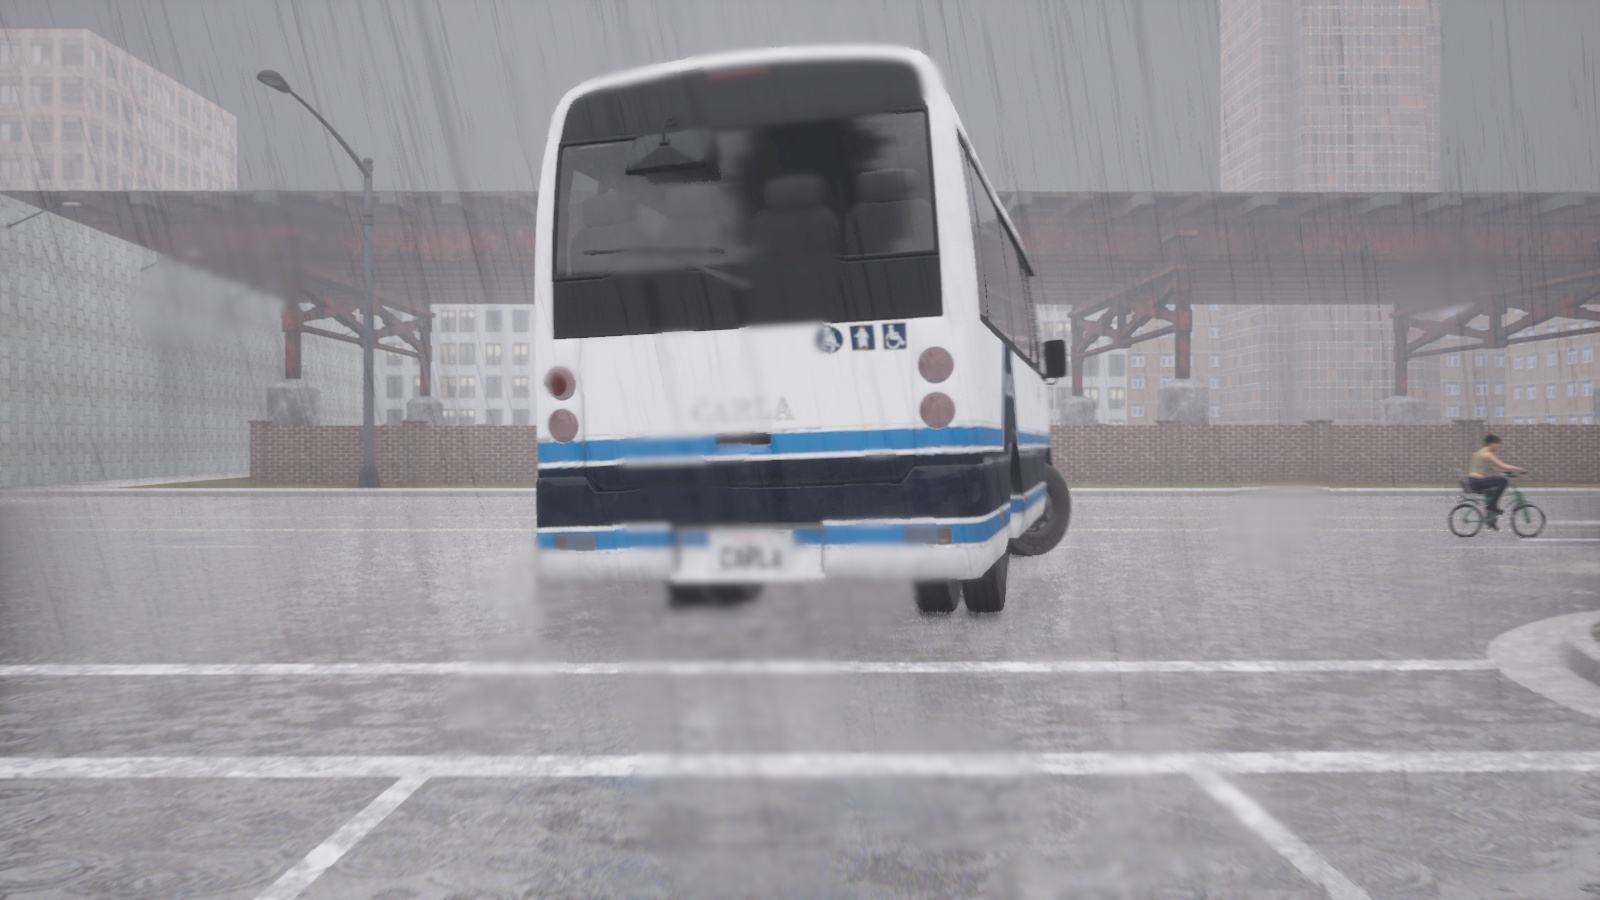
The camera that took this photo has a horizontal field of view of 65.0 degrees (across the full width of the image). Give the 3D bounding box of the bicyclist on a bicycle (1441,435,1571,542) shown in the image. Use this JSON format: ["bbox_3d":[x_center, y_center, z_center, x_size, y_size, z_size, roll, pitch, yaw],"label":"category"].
[{"bbox_3d":[10.837,0.577,19.304,1.509,1.612,0.866,0,0,1],"label":"bicyclist on a bicycle"}]

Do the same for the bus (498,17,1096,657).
[{"bbox_3d":[1.026,-0.710,13.805,3.944,4.253,10.273,-2,0,15],"label":"bus"}]
